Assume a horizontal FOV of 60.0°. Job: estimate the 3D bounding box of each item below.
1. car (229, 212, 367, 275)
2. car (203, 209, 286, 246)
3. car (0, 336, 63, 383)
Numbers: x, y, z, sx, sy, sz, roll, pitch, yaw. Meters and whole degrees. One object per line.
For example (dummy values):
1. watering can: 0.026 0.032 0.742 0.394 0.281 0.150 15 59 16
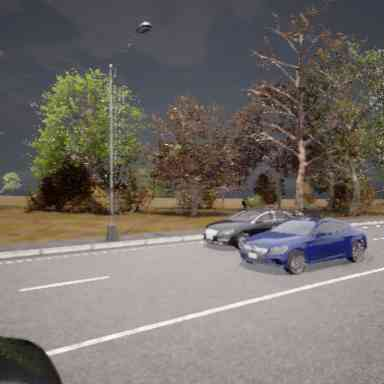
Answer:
1. car: 3.643 1.511 10.486 4.674 1.442 1.812 0 0 -33
2. car: 2.758 1.472 14.071 4.902 1.511 2.128 0 0 -32
3. car: -2.779 1.559 1.711 4.181 1.385 1.994 0 0 -36
